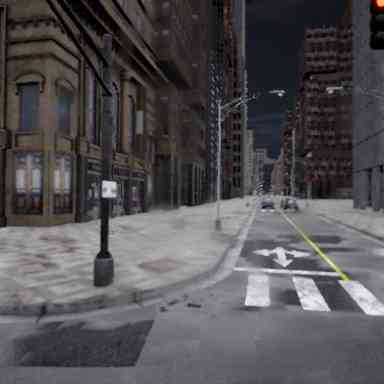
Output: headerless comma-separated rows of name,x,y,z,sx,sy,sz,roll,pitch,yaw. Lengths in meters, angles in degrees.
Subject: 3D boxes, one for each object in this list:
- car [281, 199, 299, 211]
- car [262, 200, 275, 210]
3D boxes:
car,13.586,1.796,45.672,1.812,1.442,4.674,0,0,13
car,11.194,1.815,48.988,2.033,1.411,5.357,0,0,12
